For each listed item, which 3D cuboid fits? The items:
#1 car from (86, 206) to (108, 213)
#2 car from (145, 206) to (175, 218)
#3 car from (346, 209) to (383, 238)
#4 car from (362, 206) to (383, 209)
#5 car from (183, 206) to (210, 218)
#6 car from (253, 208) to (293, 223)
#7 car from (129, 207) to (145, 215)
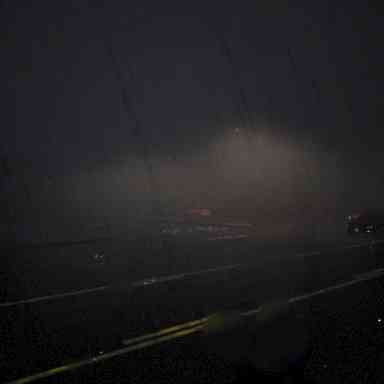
[{"bbox_3d":[-21.319,3.936,74.931,5.008,1.535,1.882,1,-2,-37],"label":"car"},{"bbox_3d":[-4.716,3.165,49.844,1.895,1.301,4.718,1,-2,-37],"label":"car"},{"bbox_3d":[11.971,2.086,21.794,4.892,1.490,1.837,1,-2,-37],"label":"car"},{"bbox_3d":[15.456,2.121,28.831,4.553,1.767,2.097,1,-2,-37],"label":"car"},{"bbox_3d":[0.606,2.839,48.627,2.097,1.767,4.553,1,-2,-37],"label":"car"},{"bbox_3d":[9.015,2.568,37.269,2.128,1.511,4.902,1,-2,-35],"label":"car"},{"bbox_3d":[-10.077,3.488,62.619,2.128,1.511,4.902,1,-2,-37],"label":"car"}]
